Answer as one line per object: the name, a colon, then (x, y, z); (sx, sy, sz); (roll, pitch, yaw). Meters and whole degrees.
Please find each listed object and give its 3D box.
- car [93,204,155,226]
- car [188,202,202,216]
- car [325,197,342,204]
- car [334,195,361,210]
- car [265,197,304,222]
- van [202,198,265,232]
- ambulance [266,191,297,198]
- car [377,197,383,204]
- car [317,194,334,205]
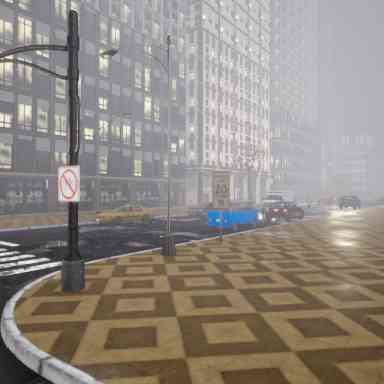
car: (-4.777, 1.540, 24.009); (1.752, 1.417, 4.829); (0, 0, 38)
car: (1.343, 1.604, 31.722); (1.802, 1.307, 4.206); (0, 0, 38)
car: (28.547, 1.624, 66.951); (2.008, 1.369, 4.403); (0, 0, 38)
car: (21.181, 1.368, 44.520); (2.192, 1.841, 5.009); (0, 0, 38)
car: (7.580, 1.472, 26.905); (1.967, 1.590, 4.097); (0, 0, 38)
van: (2.607, 1.368, 20.284); (1.690, 1.788, 3.998); (0, 0, 38)
ambulance: (10.215, 1.062, 39.013); (2.351, 2.431, 6.366); (0, 0, 38)
car: (38.183, 1.658, 66.537); (1.947, 1.339, 4.313); (0, 0, 38)
car: (25.147, 1.380, 62.548); (2.192, 1.841, 5.009); (0, 0, 38)
